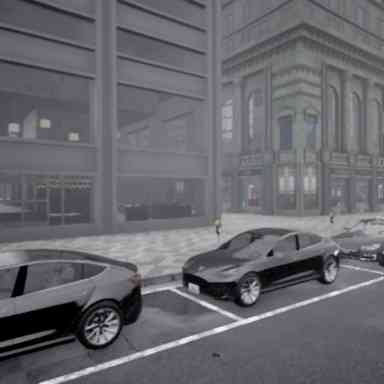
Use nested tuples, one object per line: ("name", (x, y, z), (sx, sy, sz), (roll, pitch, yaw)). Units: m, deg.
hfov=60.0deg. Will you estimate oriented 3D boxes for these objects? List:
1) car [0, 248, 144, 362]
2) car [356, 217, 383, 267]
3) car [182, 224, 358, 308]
("car", (-2.776, 1.566, 4.672), (4.313, 1.339, 1.947), (0, 0, -36))
("car", (6.400, 1.540, 11.219), (4.403, 1.369, 2.008), (0, 0, -36))
("car", (1.812, 1.560, 7.945), (4.313, 1.339, 1.947), (0, 0, -36))
